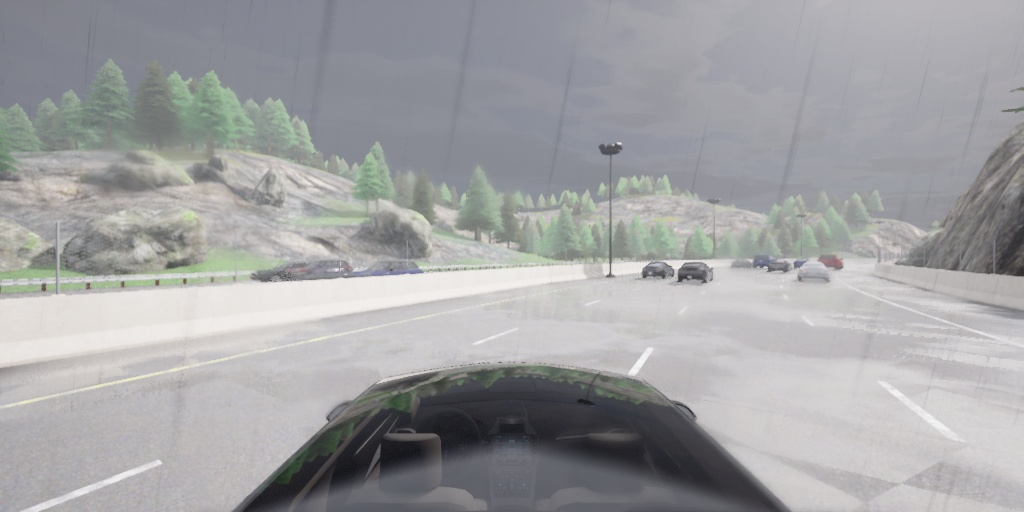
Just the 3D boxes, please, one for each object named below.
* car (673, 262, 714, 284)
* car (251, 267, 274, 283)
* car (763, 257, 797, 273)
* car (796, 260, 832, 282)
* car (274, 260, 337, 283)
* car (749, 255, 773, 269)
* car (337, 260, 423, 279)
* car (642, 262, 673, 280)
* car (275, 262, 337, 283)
[{"bbox_3d":[13.798,1.221,26.864,1.837,1.490,4.892,0,-1,37],"label":"car"},{"bbox_3d":[-16.342,1.211,26.482,1.837,1.490,4.892,0,0,32],"label":"car"},{"bbox_3d":[31.756,1.192,42.488,2.128,1.511,4.902,0,0,44],"label":"car"},{"bbox_3d":[24.342,1.246,28.943,1.812,1.442,4.674,0,0,39],"label":"car"},{"bbox_3d":[-13.291,1.062,24.758,2.097,1.767,4.553,0,0,33],"label":"car"},{"bbox_3d":[37.683,0.907,53.190,5.566,2.045,2.150,0,0,-42],"label":"car"},{"bbox_3d":[-7.357,1.070,21.048,2.097,1.767,4.553,0,0,33],"label":"car"},{"bbox_3d":[12.818,1.237,31.345,1.812,1.442,4.674,0,0,38],"label":"car"},{"bbox_3d":[-11.237,1.280,21.433,1.994,1.385,4.181,0,0,32],"label":"car"}]
